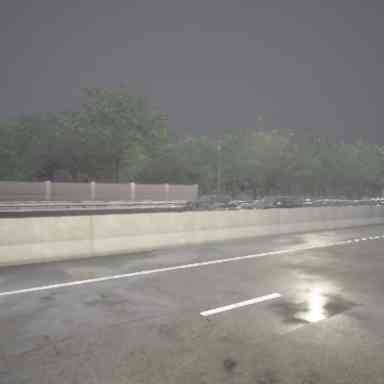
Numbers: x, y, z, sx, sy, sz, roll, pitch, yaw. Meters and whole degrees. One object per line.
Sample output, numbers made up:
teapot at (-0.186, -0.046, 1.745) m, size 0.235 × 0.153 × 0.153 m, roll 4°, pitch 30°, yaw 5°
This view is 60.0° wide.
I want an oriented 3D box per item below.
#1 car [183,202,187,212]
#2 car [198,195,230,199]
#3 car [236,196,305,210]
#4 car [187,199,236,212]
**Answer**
car at (1.559, 1.653, 30.881) m, size 4.181 × 1.385 × 1.994 m, roll 0°, pitch 0°, yaw -35°
car at (1.774, 1.324, 35.334) m, size 5.566 × 2.045 × 2.150 m, roll 0°, pitch 0°, yaw -35°
car at (6.419, 1.315, 25.757) m, size 5.566 × 2.045 × 2.150 m, roll 0°, pitch 0°, yaw -35°
car at (2.332, 1.587, 27.139) m, size 4.892 × 1.490 × 1.837 m, roll 0°, pitch 0°, yaw -35°
